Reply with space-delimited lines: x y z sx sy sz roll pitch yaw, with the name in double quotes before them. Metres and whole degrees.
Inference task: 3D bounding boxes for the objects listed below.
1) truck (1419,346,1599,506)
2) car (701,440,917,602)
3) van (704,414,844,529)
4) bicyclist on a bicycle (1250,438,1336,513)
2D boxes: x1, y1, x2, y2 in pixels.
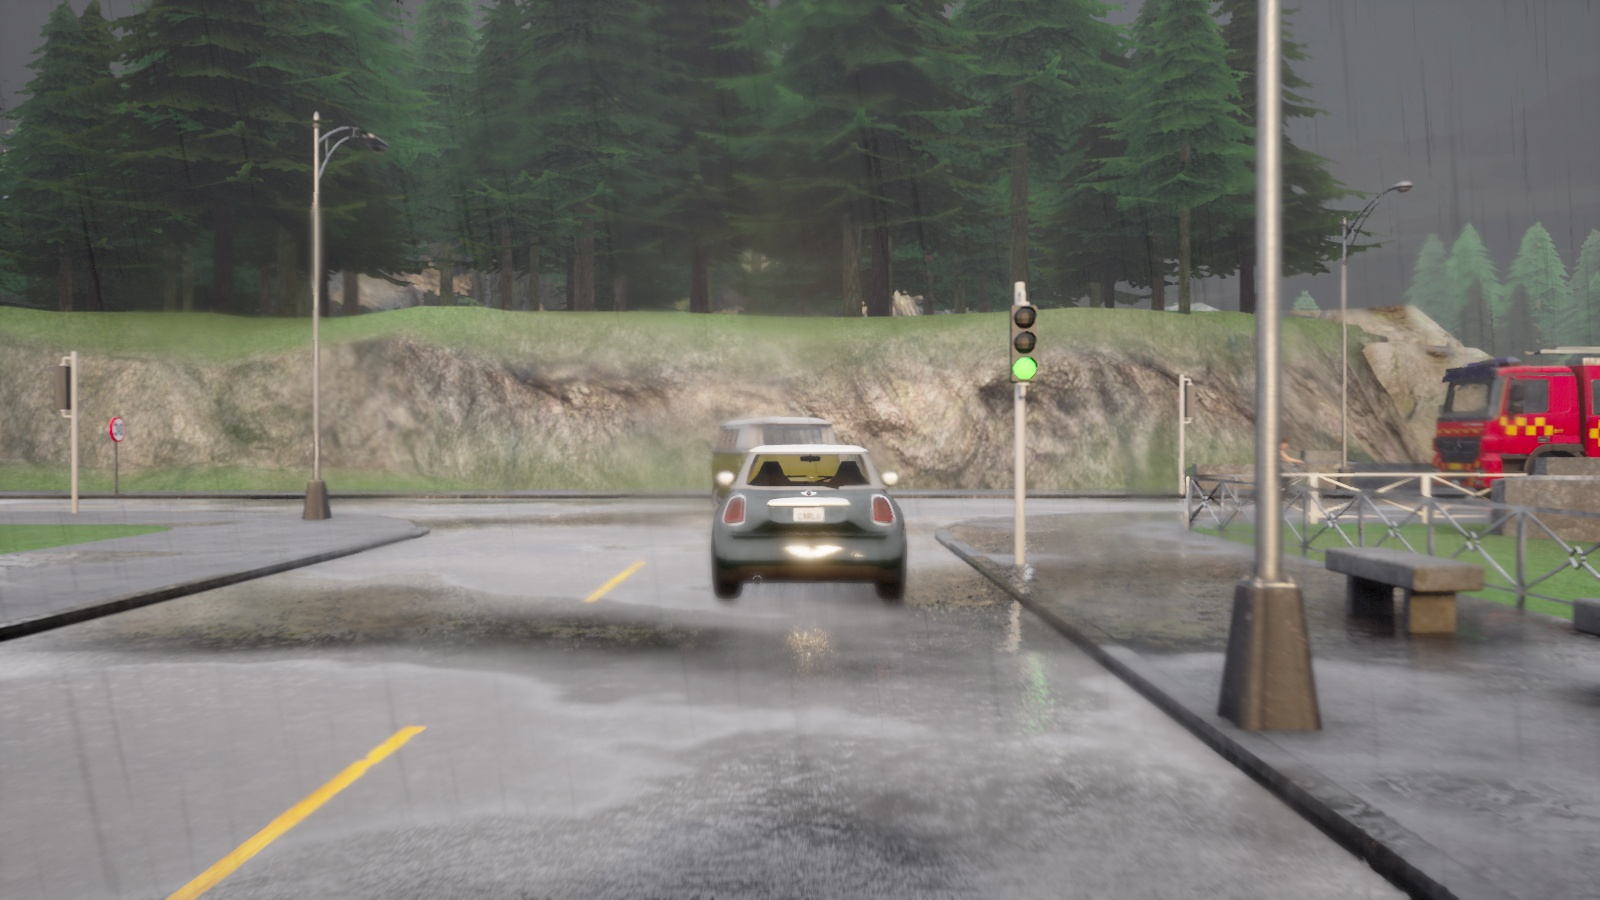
"truck" 20.409 -0.578 31.333 8.468 3.827 2.891 0 0 0
"car" 0.092 0.637 13.317 1.970 1.475 3.806 0 0 0
"van" -0.610 0.362 24.183 1.775 1.987 4.442 0 0 -14
"bicyclist on a bicycle" 10.703 0.538 27.316 1.509 1.612 0.866 0 1 -1
